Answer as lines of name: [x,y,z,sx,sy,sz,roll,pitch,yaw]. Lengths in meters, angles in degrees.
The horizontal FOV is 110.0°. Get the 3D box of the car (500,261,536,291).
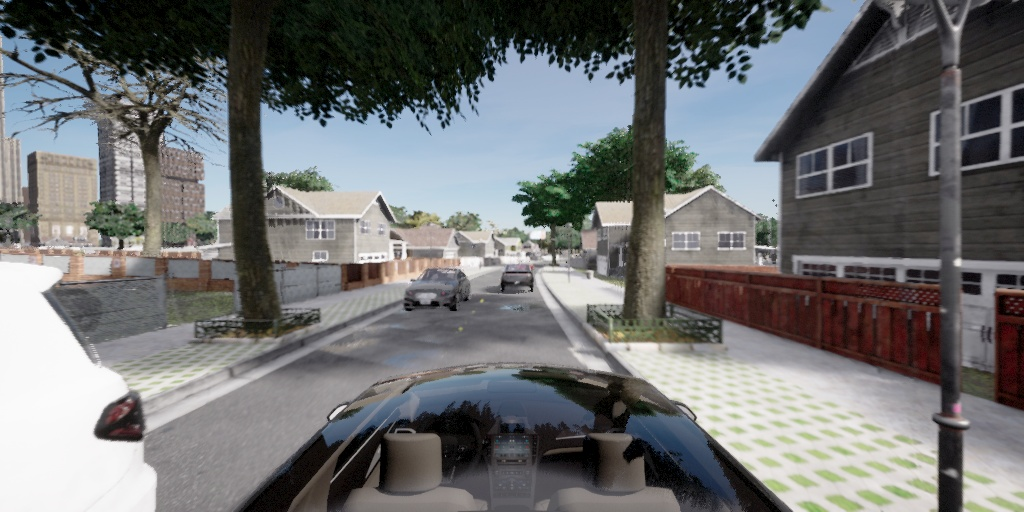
car: [0.350,1.184,21.240,2.128,1.511,4.902,0,0,2]

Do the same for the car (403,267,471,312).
car: [-2.760,1.206,14.112,2.128,1.511,4.902,0,0,1]
